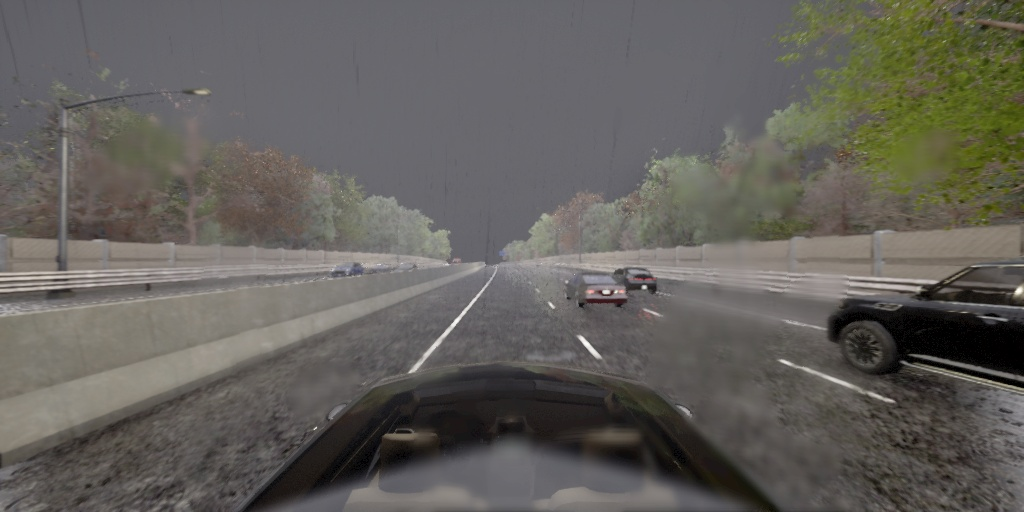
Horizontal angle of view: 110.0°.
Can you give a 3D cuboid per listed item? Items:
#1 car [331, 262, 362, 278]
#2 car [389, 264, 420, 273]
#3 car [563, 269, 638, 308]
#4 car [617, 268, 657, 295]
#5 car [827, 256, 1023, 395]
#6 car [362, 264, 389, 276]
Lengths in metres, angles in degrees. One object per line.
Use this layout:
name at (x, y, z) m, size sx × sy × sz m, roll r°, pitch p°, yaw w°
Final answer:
car at (-17.985, 1.451, 39.500) m, size 2.097 × 1.767 × 4.553 m, roll 0°, pitch 0°, yaw -1°
car at (-10.958, 1.585, 37.699) m, size 1.837 × 1.490 × 4.892 m, roll 0°, pitch -1°, yaw -1°
car at (3.540, 1.424, 16.016) m, size 2.033 × 1.411 × 5.357 m, roll 0°, pitch -1°, yaw 0°
car at (6.985, 1.429, 21.398) m, size 1.837 × 1.490 × 4.892 m, roll 0°, pitch -1°, yaw -1°
car at (7.093, 0.991, 4.423) m, size 2.150 × 2.045 × 5.566 m, roll 0°, pitch -1°, yaw 0°
car at (-14.495, 1.652, 40.222) m, size 2.033 × 1.411 × 5.357 m, roll 0°, pitch -1°, yaw -1°
